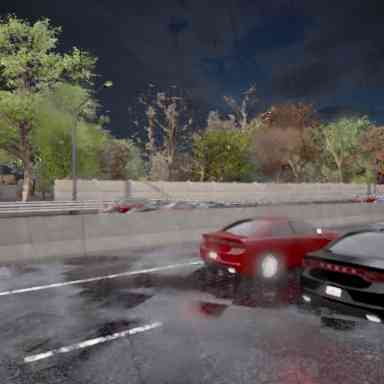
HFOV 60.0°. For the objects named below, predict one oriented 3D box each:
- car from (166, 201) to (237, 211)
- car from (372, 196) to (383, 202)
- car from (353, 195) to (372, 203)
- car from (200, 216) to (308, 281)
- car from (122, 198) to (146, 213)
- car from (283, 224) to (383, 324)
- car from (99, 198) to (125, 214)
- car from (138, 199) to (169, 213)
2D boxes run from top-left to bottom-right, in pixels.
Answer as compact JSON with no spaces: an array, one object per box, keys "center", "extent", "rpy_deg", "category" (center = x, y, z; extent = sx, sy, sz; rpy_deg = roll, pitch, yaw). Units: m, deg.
[{"center":[1.036,1.445,21.925],"extent":[4.892,1.490,1.837],"rpy_deg":[0,0,-35],"category":"car"},{"center":[30.435,1.270,51.416],"extent":[5.008,1.535,1.882],"rpy_deg":[0,0,-35],"category":"car"},{"center":[28.230,1.271,54.136],"extent":[5.008,1.535,1.882],"rpy_deg":[0,0,-35],"category":"car"},{"center":[2.550,1.443,9.864],"extent":[5.008,1.535,1.882],"rpy_deg":[0,0,-35],"category":"car"},{"center":[-2.922,1.443,27.700],"extent":[4.892,1.490,1.837],"rpy_deg":[-1,0,-35],"category":"car"},{"center":[4.307,1.444,6.821],"extent":[5.008,1.535,1.882],"rpy_deg":[0,0,-35],"category":"car"},{"center":[-5.815,1.297,29.369],"extent":[4.553,1.767,2.097],"rpy_deg":[0,0,-38],"category":"car"},{"center":[-1.268,1.467,24.582],"extent":[4.674,1.442,1.812],"rpy_deg":[0,0,-35],"category":"car"}]
